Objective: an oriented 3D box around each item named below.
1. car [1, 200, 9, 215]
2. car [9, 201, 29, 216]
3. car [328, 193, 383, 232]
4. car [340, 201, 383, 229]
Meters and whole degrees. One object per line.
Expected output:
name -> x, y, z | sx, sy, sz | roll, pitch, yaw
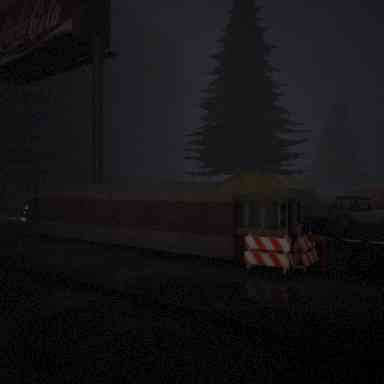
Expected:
car -> -18.694, 1.491, 31.092 | 2.128, 1.511, 4.902 | 0, 0, 35
car -> -14.172, 1.352, 31.426 | 2.097, 1.767, 4.553 | 0, 0, 35
car -> 9.282, 1.149, 17.621 | 3.866, 1.878, 1.905 | 0, 0, 35
car -> 11.219, 1.338, 19.680 | 4.193, 1.474, 1.816 | 0, 0, 35
